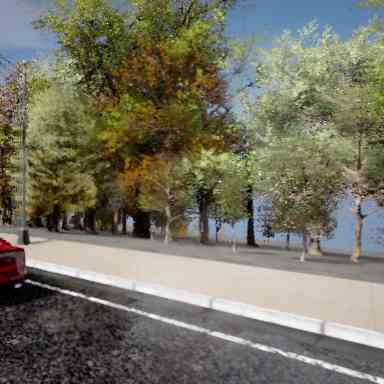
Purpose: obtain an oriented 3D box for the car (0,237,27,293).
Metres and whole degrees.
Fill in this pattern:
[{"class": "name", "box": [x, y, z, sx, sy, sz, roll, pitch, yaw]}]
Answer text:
[{"class": "car", "box": [-5.881, 1.507, 7.763, 5.008, 1.535, 1.882, 0, 0, 35]}]
